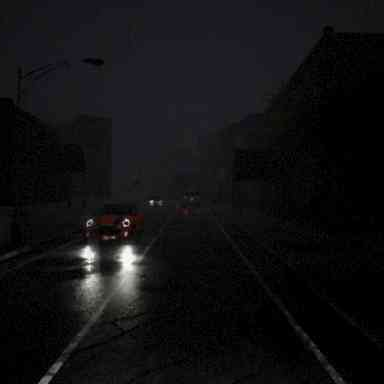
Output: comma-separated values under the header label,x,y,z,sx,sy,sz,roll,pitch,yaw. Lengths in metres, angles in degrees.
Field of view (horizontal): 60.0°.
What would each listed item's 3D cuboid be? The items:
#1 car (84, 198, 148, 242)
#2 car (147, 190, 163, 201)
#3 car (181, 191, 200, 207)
label,x,y,z,sx,sy,sz,roll,pitch,yaw
car,-3.597,1.314,16.118,2.097,1.767,4.553,0,0,0
car,-6.530,0.520,58.015,2.097,1.767,4.553,1,2,-18
car,-0.182,0.831,42.754,2.150,2.045,5.566,0,1,-4
